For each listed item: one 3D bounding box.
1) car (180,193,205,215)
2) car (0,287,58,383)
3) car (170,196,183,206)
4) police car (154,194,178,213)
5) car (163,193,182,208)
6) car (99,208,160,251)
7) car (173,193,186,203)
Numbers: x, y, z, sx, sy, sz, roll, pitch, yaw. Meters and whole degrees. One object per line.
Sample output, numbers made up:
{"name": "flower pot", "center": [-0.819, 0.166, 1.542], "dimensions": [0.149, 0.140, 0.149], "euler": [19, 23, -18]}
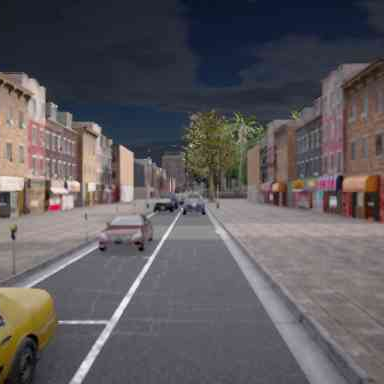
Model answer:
{"name": "car", "center": [0.204, 1.271, 33.265], "dimensions": [2.097, 1.767, 4.553], "euler": [0, 0, 0]}
{"name": "car", "center": [-2.631, 1.517, 2.461], "dimensions": [1.752, 1.417, 4.829], "euler": [0, 0, 0]}
{"name": "car", "center": [-2.437, 1.417, 53.136], "dimensions": [1.887, 1.381, 4.507], "euler": [0, 0, 0]}
{"name": "police car", "center": [-2.877, 1.337, 35.246], "dimensions": [1.930, 1.638, 5.238], "euler": [0, 0, 0]}
{"name": "car", "center": [-2.823, 1.125, 42.166], "dimensions": [2.150, 2.045, 5.566], "euler": [0, 0, 0]}
{"name": "car", "center": [-2.588, 1.546, 13.855], "dimensions": [1.802, 1.307, 4.206], "euler": [0, 0, 0]}
{"name": "car", "center": [-2.394, 1.163, 64.359], "dimensions": [2.192, 1.841, 5.009], "euler": [0, 0, 0]}
